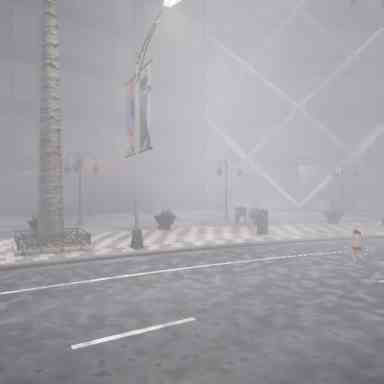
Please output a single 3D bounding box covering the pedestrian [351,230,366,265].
[{"bbox_3d":[5.186,1.674,10.370,0.500,1.100,0.500,0,0,-23],"label":"pedestrian"}]
